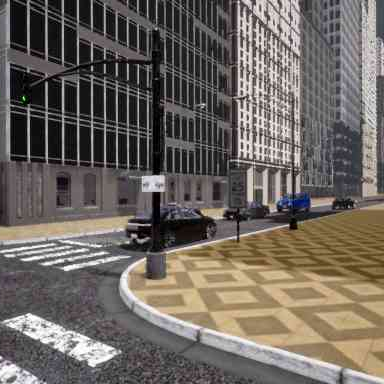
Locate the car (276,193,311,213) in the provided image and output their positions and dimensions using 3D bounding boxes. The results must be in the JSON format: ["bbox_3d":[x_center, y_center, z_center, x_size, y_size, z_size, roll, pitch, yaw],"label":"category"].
[{"bbox_3d":[10.986,1.113,35.670,2.150,2.045,5.566,0,0,37],"label":"car"}]

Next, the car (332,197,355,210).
[{"bbox_3d":[18.428,1.359,40.384,1.837,1.490,4.892,0,0,37],"label":"car"}]

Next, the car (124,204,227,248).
[{"bbox_3d":[-0.766,1.445,14.656,2.128,1.511,4.902,0,0,37],"label":"car"}]

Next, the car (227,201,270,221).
[{"bbox_3d":[4.570,1.472,27.120,2.033,1.411,5.357,0,0,37],"label":"car"}]

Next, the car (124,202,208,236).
[{"bbox_3d":[-1.349,1.447,19.218,2.128,1.511,4.902,0,0,37],"label":"car"}]
